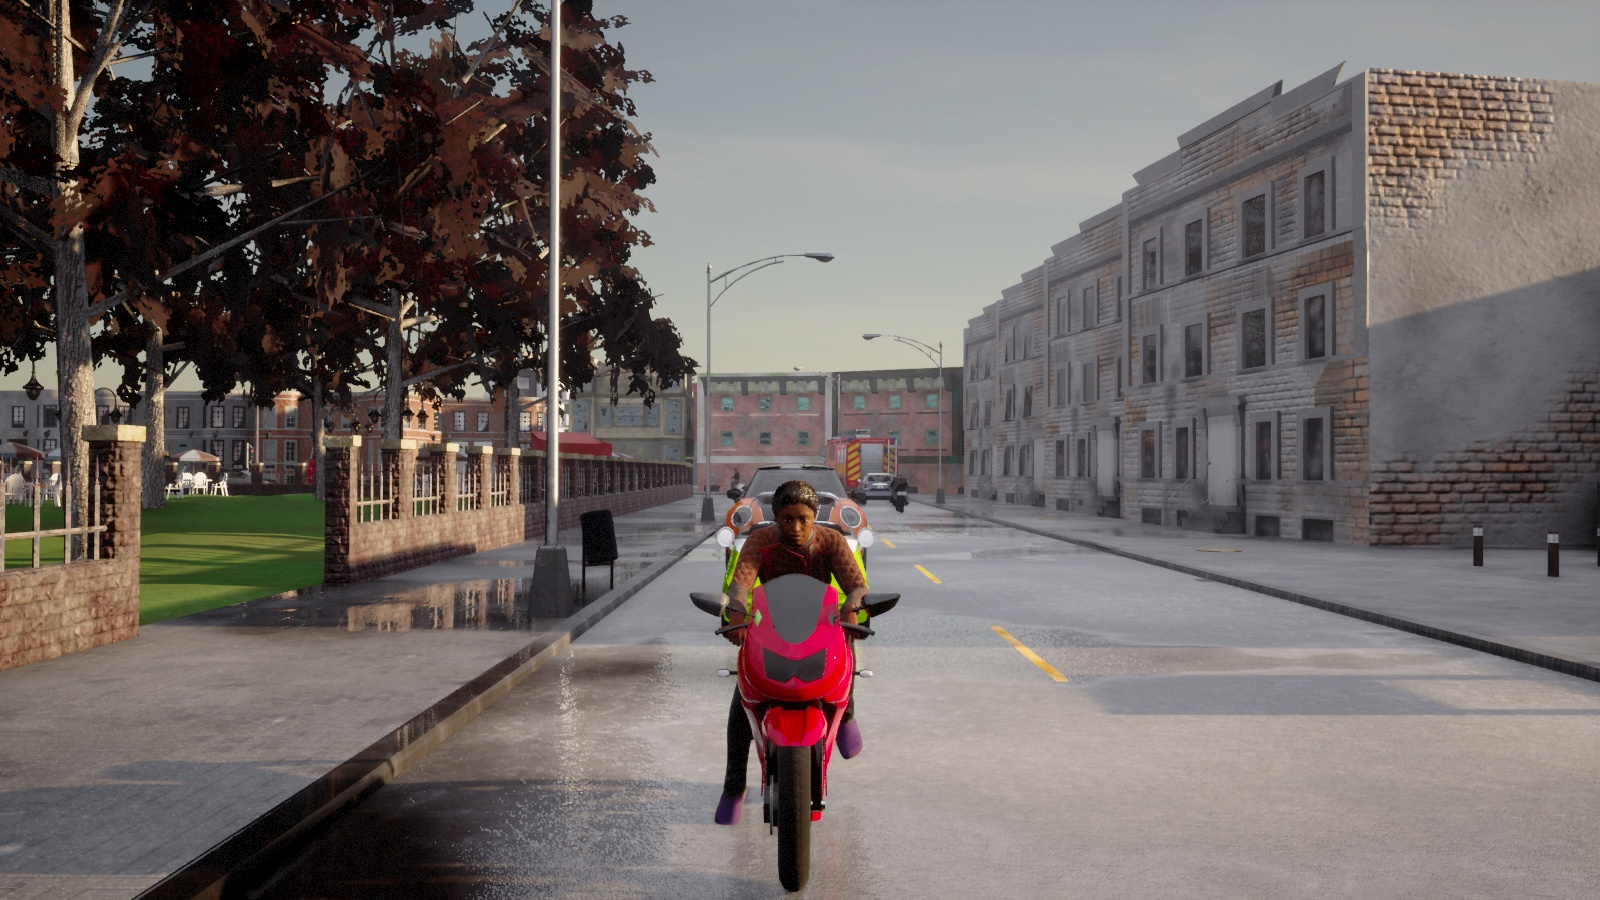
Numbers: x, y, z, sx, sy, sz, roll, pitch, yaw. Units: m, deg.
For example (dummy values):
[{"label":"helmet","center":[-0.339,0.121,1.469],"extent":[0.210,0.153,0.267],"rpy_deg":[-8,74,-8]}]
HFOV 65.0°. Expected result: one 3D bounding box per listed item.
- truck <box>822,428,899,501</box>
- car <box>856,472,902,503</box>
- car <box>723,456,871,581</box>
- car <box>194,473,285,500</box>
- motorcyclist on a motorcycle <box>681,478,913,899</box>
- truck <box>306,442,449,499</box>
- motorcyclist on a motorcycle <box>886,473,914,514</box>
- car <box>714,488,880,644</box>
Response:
[{"label":"truck","center":[3.278,0.822,70.691],"extent":[2.891,3.827,8.468],"rpy_deg":[0,-1,-7]},{"label":"car","center":[3.790,1.787,60.997],"extent":[1.970,1.475,3.806],"rpy_deg":[0,-1,0]},{"label":"car","center":[-0.053,1.010,20.121],"extent":[2.097,1.767,4.553],"rpy_deg":[0,-1,0]},{"label":"car","center":[-33.211,2.142,74.478],"extent":[4.514,1.525,2.007],"rpy_deg":[0,-1,0]},{"label":"motorcyclist on a motorcycle","center":[-0.014,0.887,5.366],"extent":[0.797,1.523,2.044],"rpy_deg":[0,-1,0]},{"label":"truck","center":[-26.326,1.253,78.481],"extent":[7.936,3.462,2.891],"rpy_deg":[0,-1,0]},{"label":"motorcyclist on a motorcycle","center":[3.841,1.644,48.365],"extent":[0.866,1.530,2.191],"rpy_deg":[0,-1,0]},{"label":"car","center":[-0.032,1.077,12.395],"extent":[1.481,1.376,2.207],"rpy_deg":[0,-1,0]}]
